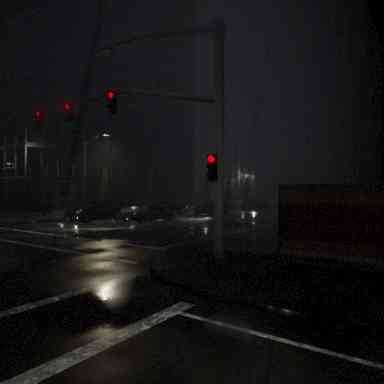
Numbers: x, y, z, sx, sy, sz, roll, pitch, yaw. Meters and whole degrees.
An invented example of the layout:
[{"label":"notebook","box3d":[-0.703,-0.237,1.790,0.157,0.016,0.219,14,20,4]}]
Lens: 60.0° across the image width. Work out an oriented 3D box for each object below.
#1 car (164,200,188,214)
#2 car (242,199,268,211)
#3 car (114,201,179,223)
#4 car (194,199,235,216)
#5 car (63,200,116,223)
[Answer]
[{"label":"car","box3d":[-2.376,1.560,33.408,1.837,1.490,4.892,0,0,36]},{"label":"car","box3d":[8.054,1.581,41.953,1.812,1.442,4.674,0,0,36]},{"label":"car","box3d":[-3.424,1.656,25.925,1.895,1.301,4.718,0,0,36]},{"label":"car","box3d":[2.088,1.533,33.631,1.882,1.535,5.008,0,0,35]},{"label":"car","box3d":[-7.689,1.407,25.973,2.097,1.767,4.553,0,0,36]}]
